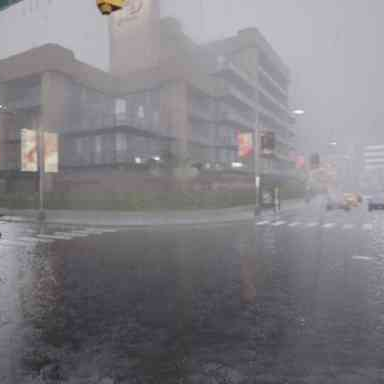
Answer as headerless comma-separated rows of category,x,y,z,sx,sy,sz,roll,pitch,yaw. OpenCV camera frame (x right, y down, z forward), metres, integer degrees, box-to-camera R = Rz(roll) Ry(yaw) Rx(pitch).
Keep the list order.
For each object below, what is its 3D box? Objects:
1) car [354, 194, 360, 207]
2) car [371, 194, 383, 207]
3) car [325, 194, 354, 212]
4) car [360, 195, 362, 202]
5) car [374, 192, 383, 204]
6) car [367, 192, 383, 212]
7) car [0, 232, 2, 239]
car,18.905,0.952,40.380,1.882,1.535,5.008,-1,0,30
car,22.228,0.963,39.134,1.812,1.442,4.674,-1,0,30
car,14.342,1.115,32.486,1.812,1.442,4.674,-1,0,30
car,24.061,0.946,49.299,1.895,1.301,4.718,-1,0,30
car,27.257,0.816,47.834,1.837,1.490,4.892,-1,0,30
car,17.625,1.031,31.174,1.882,1.535,5.008,-1,0,30
car,-10.530,1.595,14.269,5.357,1.411,2.033,-1,0,27
